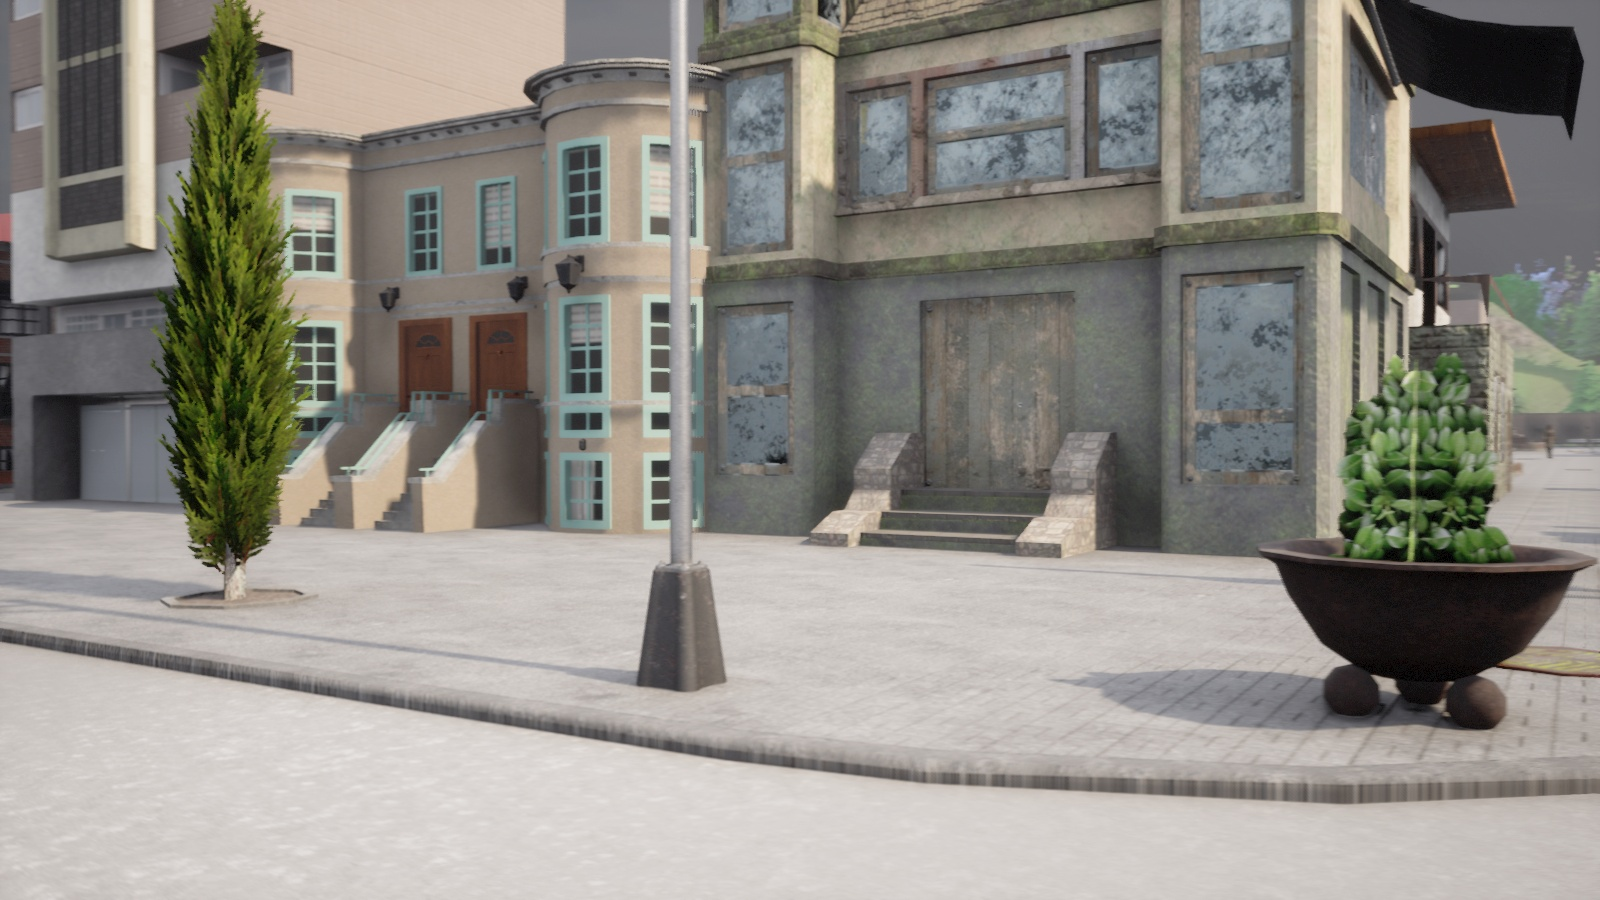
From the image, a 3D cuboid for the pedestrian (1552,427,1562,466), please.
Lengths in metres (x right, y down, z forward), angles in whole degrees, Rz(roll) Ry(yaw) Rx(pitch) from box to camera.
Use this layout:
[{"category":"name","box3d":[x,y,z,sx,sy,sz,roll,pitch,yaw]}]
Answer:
[{"category":"pedestrian","box3d":[38.114,-0.182,63.252,0.396,1.930,0.692,1,1,31]}]
